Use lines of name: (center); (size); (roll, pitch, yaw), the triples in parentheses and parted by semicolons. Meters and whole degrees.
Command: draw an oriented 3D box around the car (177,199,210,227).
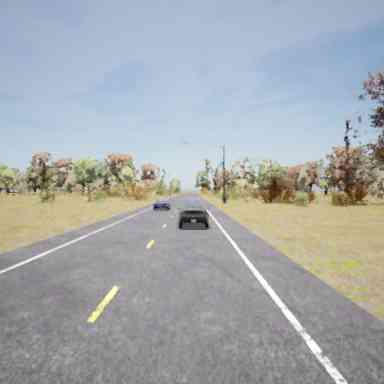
car: (0.105, 1.411, 21.751); (1.837, 1.490, 4.892); (0, 0, 0)

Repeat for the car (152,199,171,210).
car: (-3.497, 1.433, 39.176); (1.895, 1.301, 4.718); (0, 0, 0)

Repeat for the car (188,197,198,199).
car: (0.108, 1.373, 40.809); (2.033, 1.411, 5.357); (0, 0, 0)
